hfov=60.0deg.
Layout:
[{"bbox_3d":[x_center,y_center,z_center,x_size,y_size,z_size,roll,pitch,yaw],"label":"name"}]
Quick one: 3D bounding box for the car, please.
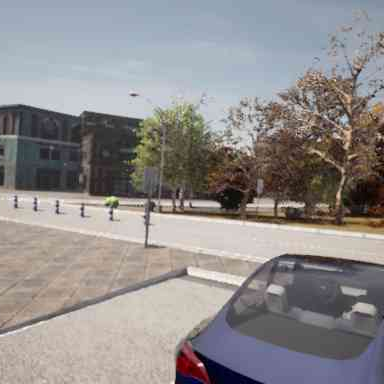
[{"bbox_3d":[1.748,1.487,3.936,2.163,1.488,4.792,2,1,35],"label":"car"}]
